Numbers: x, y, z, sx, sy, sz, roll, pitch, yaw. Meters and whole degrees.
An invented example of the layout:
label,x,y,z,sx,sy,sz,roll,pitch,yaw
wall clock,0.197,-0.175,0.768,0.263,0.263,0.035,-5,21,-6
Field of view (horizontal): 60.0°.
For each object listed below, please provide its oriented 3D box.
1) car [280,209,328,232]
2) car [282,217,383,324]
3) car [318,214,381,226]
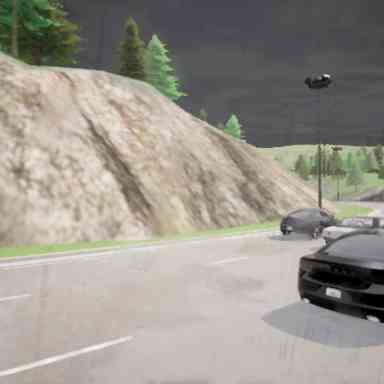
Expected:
label,x,y,z,sx,sy,sz,roll,pitch,yaw
car,6.603,1.662,18.275,4.674,1.442,1.812,0,-1,-43
car,4.272,1.520,7.056,5.008,1.535,1.882,0,0,-39
car,7.599,1.690,14.372,4.718,1.301,1.895,0,-1,-42
